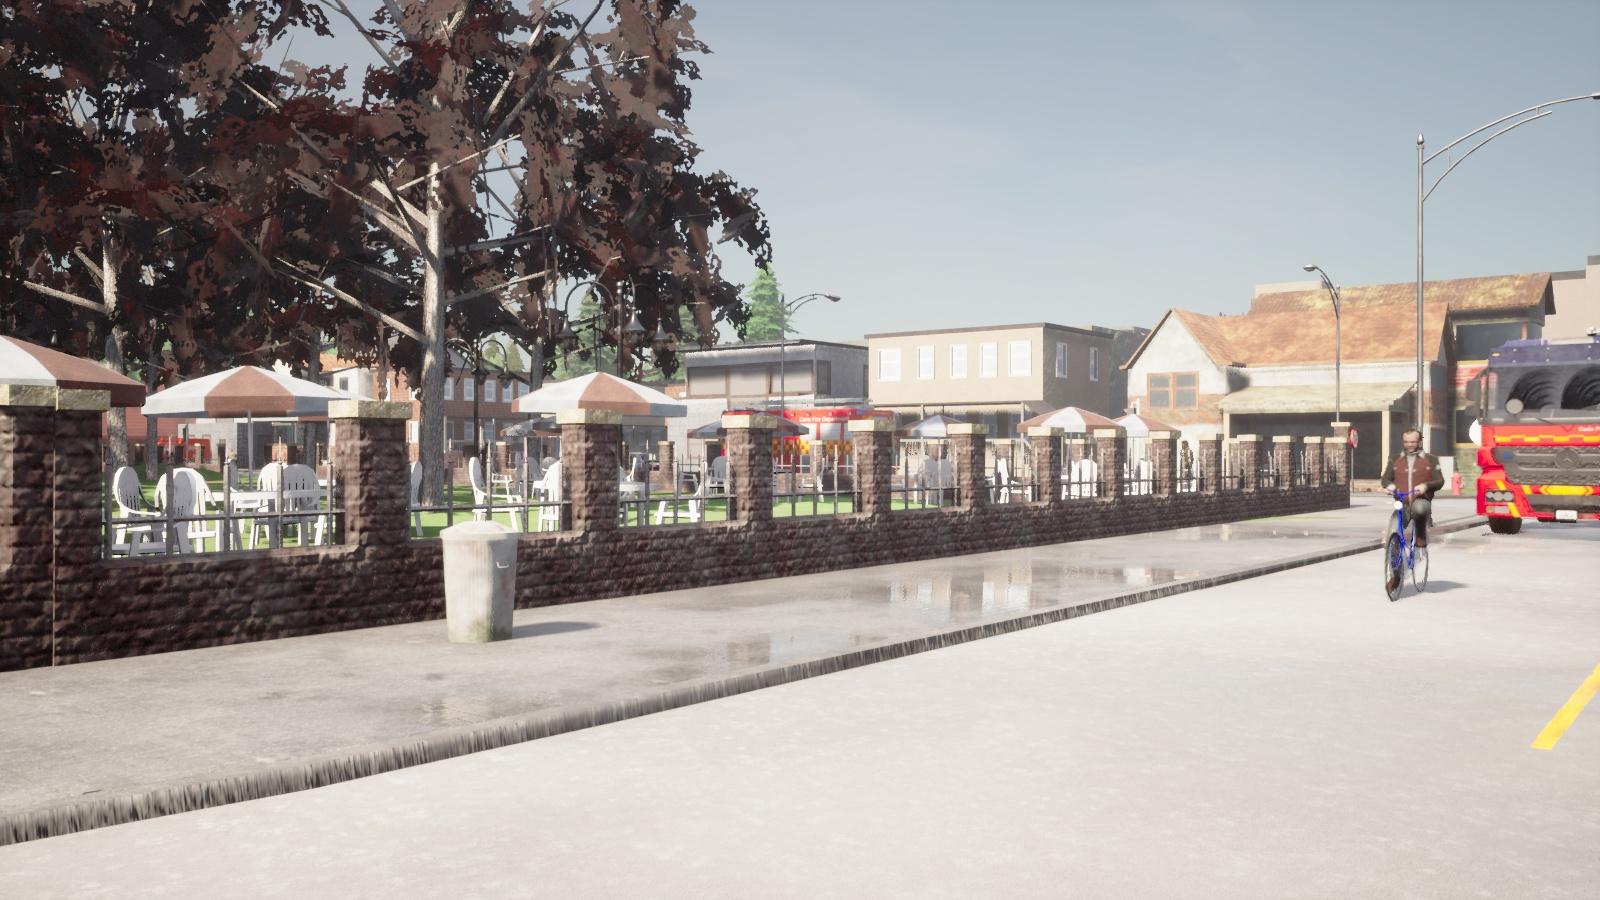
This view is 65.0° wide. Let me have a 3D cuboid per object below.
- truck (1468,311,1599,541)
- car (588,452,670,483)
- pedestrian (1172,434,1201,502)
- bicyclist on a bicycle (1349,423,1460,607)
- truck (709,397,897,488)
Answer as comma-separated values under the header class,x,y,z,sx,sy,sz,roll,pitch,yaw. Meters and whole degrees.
class,x,y,z,sx,sy,sz,roll,pitch,yaw
truck,15.555,-0.396,24.518,2.891,3.827,8.468,0,0,39
car,-8.611,0.853,63.137,3.806,1.475,1.970,0,0,39
pedestrian,10.979,0.508,35.681,0.692,1.930,0.395,0,0,39
bicyclist on a bicycle,6.300,0.630,13.036,0.659,1.776,1.843,0,0,38
truck,0.027,-0.305,56.337,8.468,3.827,2.891,0,0,38
